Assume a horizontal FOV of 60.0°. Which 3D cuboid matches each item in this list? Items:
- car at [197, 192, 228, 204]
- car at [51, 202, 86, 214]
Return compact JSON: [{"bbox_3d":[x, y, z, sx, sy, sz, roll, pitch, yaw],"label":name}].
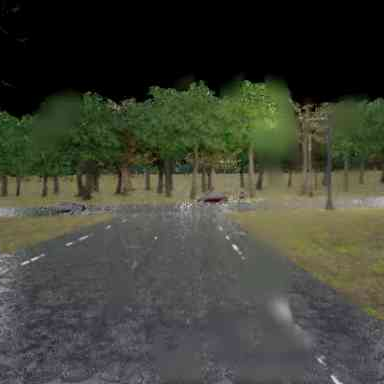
[{"bbox_3d":[2.942,0.827,49.449,4.553,1.767,2.097,-1,3,0],"label":"car"},{"bbox_3d":[-15.720,1.962,42.309,4.181,1.385,1.994,-2,3,0],"label":"car"}]
